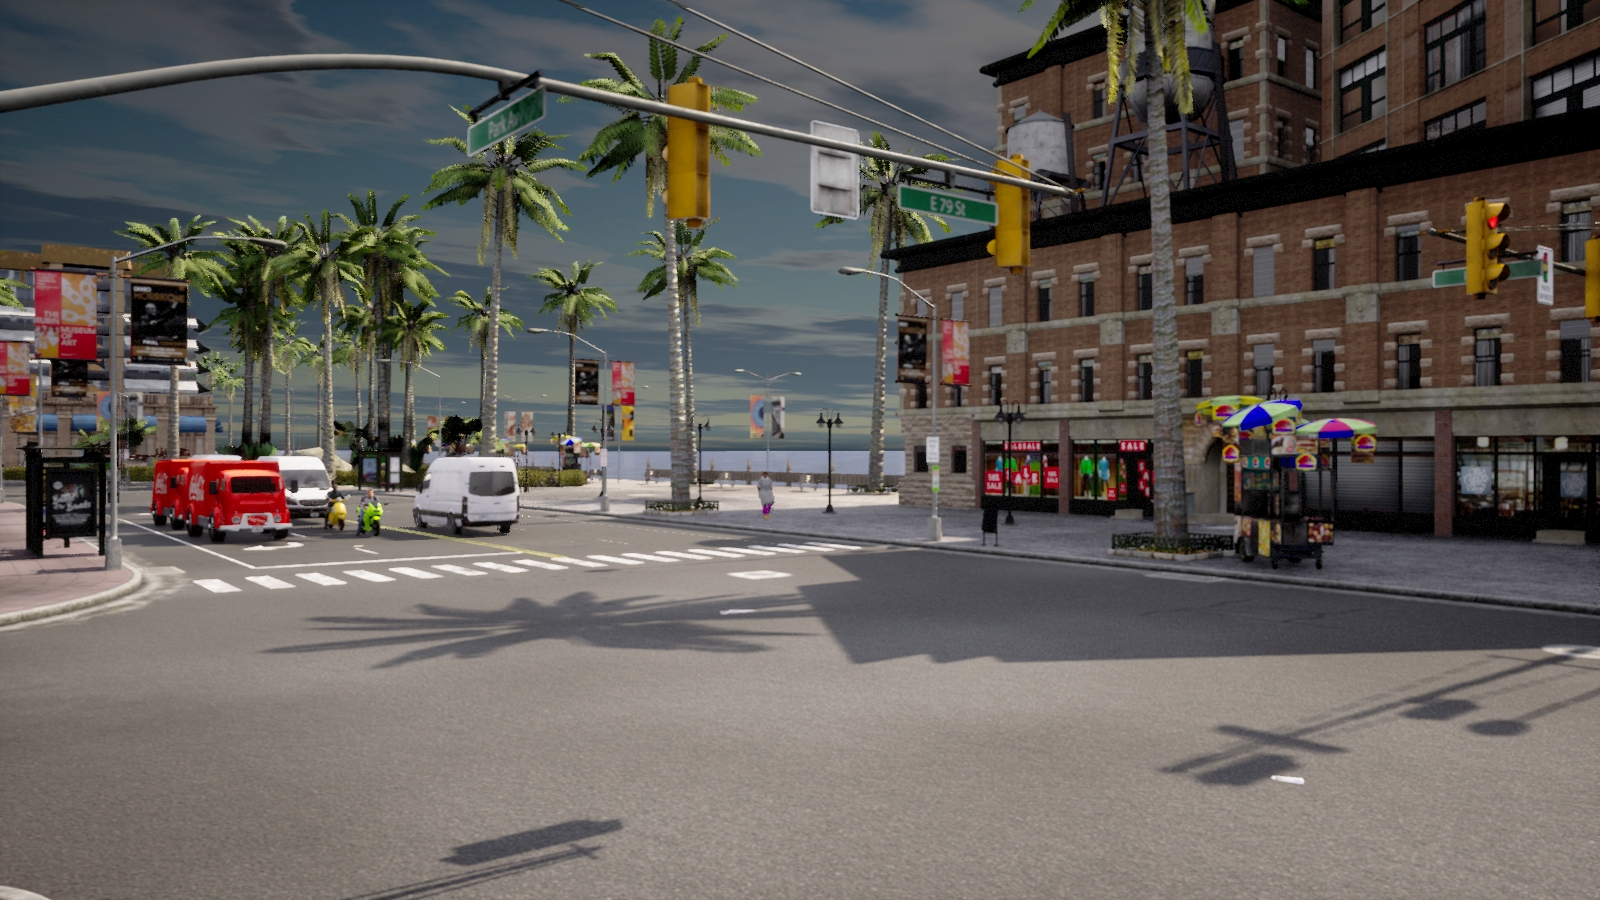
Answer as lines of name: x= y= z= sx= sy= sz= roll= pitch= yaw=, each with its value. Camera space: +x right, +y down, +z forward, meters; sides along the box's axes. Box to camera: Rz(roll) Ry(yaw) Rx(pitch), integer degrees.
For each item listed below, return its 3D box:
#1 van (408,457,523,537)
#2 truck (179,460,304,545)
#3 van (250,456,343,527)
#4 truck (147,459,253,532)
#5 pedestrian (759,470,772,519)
van: x=-11.747 y=1.541 z=39.807 sx=1.988 sy=2.561 sz=5.915 roll=0 pitch=0 yaw=-35
truck: x=-17.979 y=1.569 z=36.613 sx=2.627 sy=2.467 sz=5.204 roll=0 pitch=0 yaw=-37
van: x=-19.812 y=1.539 z=44.806 sx=1.988 sy=2.561 sz=5.915 roll=0 pitch=0 yaw=-37
truck: x=-22.190 y=1.571 z=42.128 sx=2.627 sy=2.467 sz=5.204 roll=0 pitch=0 yaw=-37
pedestrian: x=-1.318 y=1.708 z=43.738 sx=0.375 sy=1.860 sz=0.375 roll=0 pitch=0 yaw=-19
